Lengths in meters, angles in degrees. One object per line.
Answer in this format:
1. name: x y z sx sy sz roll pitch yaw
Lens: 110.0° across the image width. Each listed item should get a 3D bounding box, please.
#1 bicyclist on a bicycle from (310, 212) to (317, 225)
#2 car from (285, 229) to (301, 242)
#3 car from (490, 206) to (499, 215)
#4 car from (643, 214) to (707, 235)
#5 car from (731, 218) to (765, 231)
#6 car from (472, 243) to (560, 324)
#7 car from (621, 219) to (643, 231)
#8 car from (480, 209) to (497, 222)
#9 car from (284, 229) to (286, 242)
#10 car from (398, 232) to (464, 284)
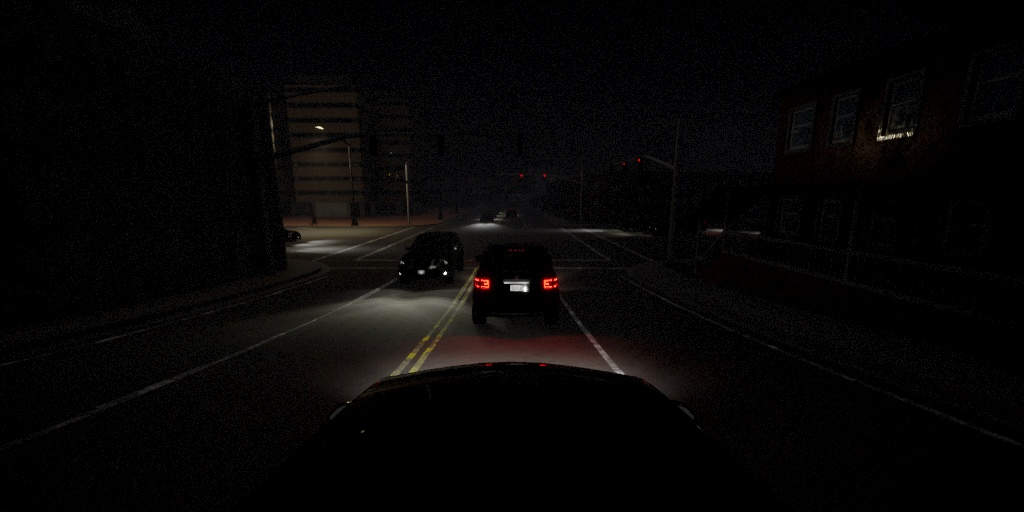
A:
1. bicyclist on a bicycle: -25.370 -4.779 45.838 0.582 1.620 1.656 0 10 0
2. car: -20.101 -1.803 29.611 4.892 1.490 1.837 0 10 0
3. car: -3.714 -7.442 62.849 1.812 1.442 4.674 0 10 0
4. car: 16.883 -3.273 36.645 5.566 2.045 2.150 0 10 0
5. car: 27.102 -3.553 40.123 4.674 1.442 1.812 0 10 0
6. car: 0.064 0.603 10.723 2.150 2.045 5.566 0 4 -1
7. car: 14.760 -3.491 40.172 4.718 1.301 1.895 0 10 0
8. car: -3.718 -5.875 54.102 1.895 1.301 4.718 0 10 0
9. car: -19.908 -1.229 26.167 4.902 1.511 2.128 0 10 0
10. car: -3.622 -0.034 16.991 2.150 2.045 5.566 0 7 0
